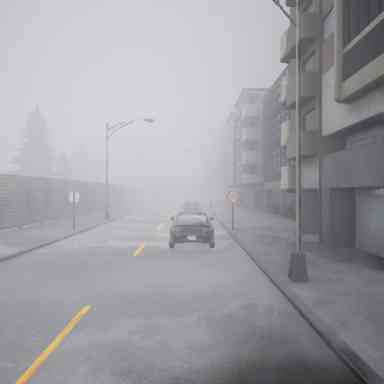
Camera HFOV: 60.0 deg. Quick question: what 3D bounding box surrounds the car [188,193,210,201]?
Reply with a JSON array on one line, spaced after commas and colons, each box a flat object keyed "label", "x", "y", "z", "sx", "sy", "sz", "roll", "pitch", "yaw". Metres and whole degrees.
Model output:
[{"label": "car", "x": 1.628, "y": 1.224, "z": 79.394, "sx": 5.566, "sy": 2.045, "sz": 2.150, "roll": 0, "pitch": 0, "yaw": -31}]

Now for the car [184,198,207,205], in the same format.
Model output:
[{"label": "car", "x": 0.000, "y": 1.563, "z": 29.650, "sx": 2.033, "sy": 1.411, "sz": 5.357, "roll": 0, "pitch": 0, "yaw": 0}]

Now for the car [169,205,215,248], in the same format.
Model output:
[{"label": "car", "x": 0.000, "y": 1.533, "z": 14.650, "sx": 1.812, "sy": 1.442, "sz": 4.674, "roll": 0, "pitch": 0, "yaw": 0}]
